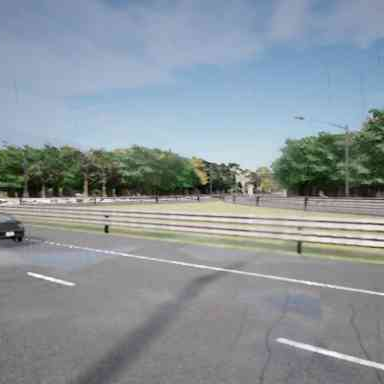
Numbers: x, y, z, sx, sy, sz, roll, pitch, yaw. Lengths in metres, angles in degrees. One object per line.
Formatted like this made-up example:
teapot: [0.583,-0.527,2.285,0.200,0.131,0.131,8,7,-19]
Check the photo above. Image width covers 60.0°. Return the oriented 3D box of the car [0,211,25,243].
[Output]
car: [-9.435,1.594,15.228,4.674,1.442,1.812,0,0,36]
